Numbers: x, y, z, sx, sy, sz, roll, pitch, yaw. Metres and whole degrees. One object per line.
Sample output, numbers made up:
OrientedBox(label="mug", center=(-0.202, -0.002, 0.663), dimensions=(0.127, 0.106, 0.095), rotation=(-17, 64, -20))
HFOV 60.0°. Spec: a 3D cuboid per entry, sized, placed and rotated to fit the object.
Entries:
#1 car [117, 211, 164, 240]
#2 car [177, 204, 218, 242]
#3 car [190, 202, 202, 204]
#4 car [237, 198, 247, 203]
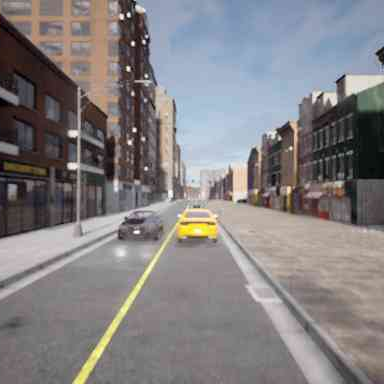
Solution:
OrientedBox(label="car", center=(-2.569, 1.699, 17.501), dimensions=(1.994, 1.385, 4.181), rotation=(0, 0, 1))
OrientedBox(label="car", center=(0.279, 1.606, 17.246), dimensions=(1.882, 1.535, 5.008), rotation=(0, 0, 1))
OrientedBox(label="car", center=(0.565, 1.912, 42.282), dimensions=(1.895, 1.301, 4.718), rotation=(0, 0, 1))
OrientedBox(label="car", center=(14.225, 2.399, 89.586), dimensions=(4.313, 1.339, 1.947), rotation=(1, -1, 1))
